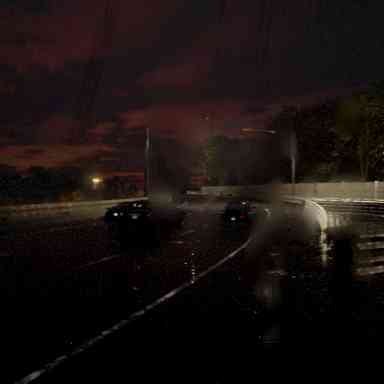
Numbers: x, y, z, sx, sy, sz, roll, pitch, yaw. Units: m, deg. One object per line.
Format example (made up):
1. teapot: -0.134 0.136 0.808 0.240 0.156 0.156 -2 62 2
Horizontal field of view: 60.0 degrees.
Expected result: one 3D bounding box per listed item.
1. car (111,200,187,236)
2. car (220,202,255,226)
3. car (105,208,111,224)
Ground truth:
1. car: -1.923 1.179 17.538 2.097 1.767 4.553 1 1 21
2. car: 3.028 1.349 21.564 1.812 1.442 4.674 1 0 16
3. car: -4.039 1.333 22.264 1.994 1.385 4.181 1 1 18
